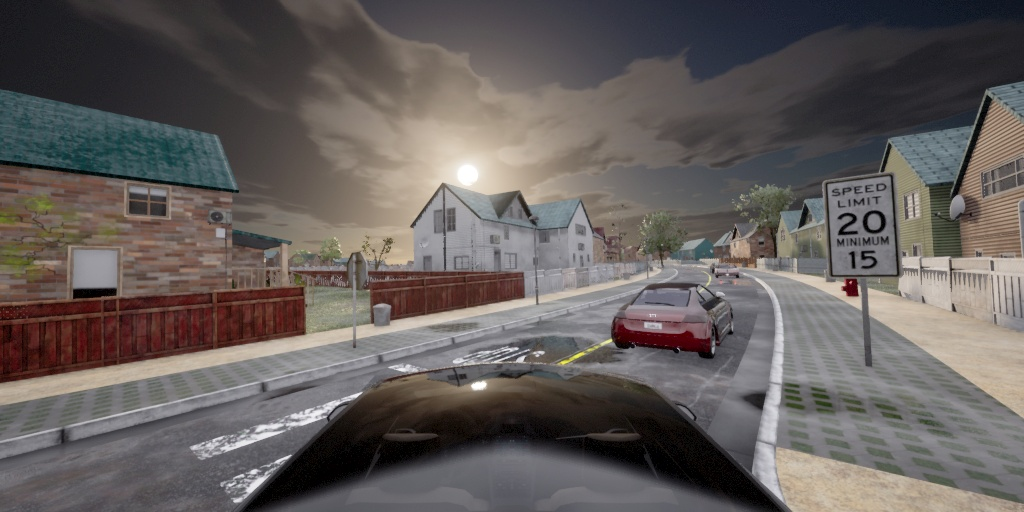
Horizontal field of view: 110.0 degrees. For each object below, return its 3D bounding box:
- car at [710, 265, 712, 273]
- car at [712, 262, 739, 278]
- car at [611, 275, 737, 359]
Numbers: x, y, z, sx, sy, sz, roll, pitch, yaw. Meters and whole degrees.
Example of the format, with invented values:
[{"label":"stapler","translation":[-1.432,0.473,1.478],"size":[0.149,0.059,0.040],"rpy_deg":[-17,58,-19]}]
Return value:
[{"label":"car","translation":[25.154,1.432,43.508],"size":[1.895,1.301,4.718],"rpy_deg":[-2,-1,25]},{"label":"car","translation":[20.482,1.394,34.268],"size":[1.895,1.301,4.718],"rpy_deg":[-3,-1,29]},{"label":"car","translation":[3.951,1.322,8.566],"size":[1.994,1.385,4.181],"rpy_deg":[-3,-2,37]}]
